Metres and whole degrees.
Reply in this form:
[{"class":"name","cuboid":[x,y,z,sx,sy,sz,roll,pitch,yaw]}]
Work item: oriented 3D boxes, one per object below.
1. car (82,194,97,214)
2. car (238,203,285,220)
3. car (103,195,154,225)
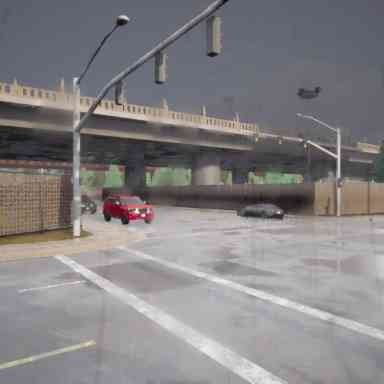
[{"class":"car","cuboid":[-11.887,1.277,35.026,2.150,2.045,5.566,0,0,-36]},{"class":"car","cuboid":[5.868,1.620,28.601,1.994,1.385,4.181,0,0,-36]},{"class":"car","cuboid":[-4.981,1.278,25.374,2.150,2.045,5.566,0,0,-36]}]
